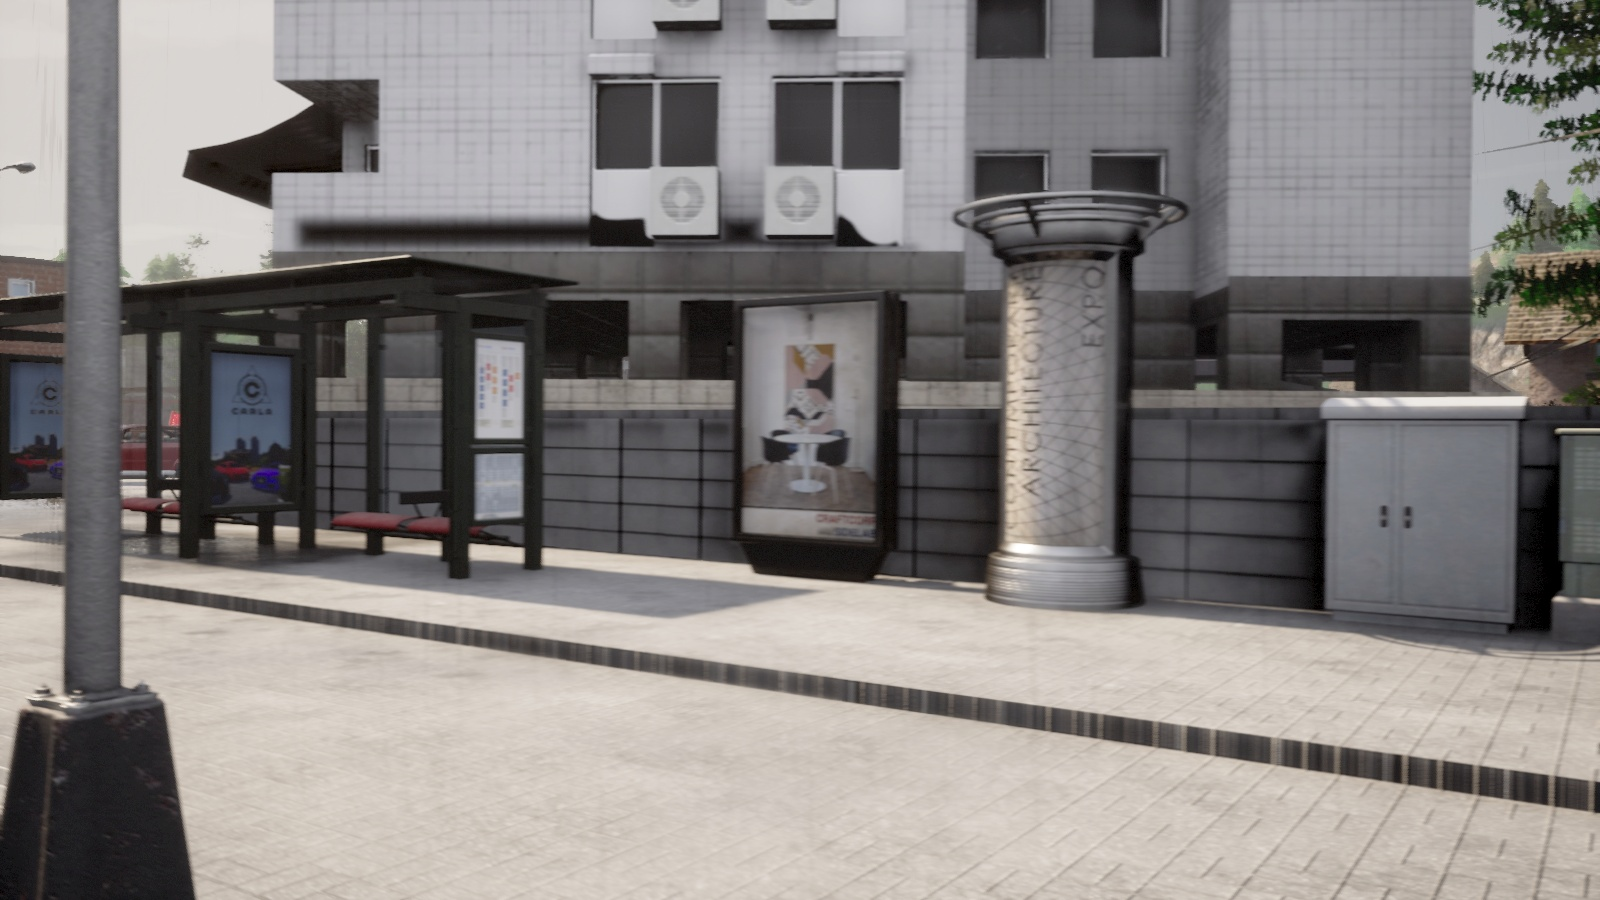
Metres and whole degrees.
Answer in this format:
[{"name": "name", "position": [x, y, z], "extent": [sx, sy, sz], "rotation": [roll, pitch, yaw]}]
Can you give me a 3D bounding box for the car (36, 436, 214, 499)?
[{"name": "car", "position": [-17.704, 0.419, 33.058], "extent": [1.789, 1.549, 3.705], "rotation": [0, 1, 34]}]
